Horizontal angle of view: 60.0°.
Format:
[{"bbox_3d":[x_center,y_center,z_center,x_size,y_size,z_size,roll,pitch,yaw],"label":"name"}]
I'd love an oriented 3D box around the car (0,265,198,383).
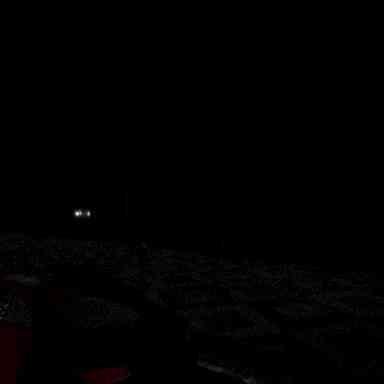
[{"bbox_3d":[-1.883,1.621,4.199,4.206,1.307,1.802,-1,-1,36],"label":"car"}]
